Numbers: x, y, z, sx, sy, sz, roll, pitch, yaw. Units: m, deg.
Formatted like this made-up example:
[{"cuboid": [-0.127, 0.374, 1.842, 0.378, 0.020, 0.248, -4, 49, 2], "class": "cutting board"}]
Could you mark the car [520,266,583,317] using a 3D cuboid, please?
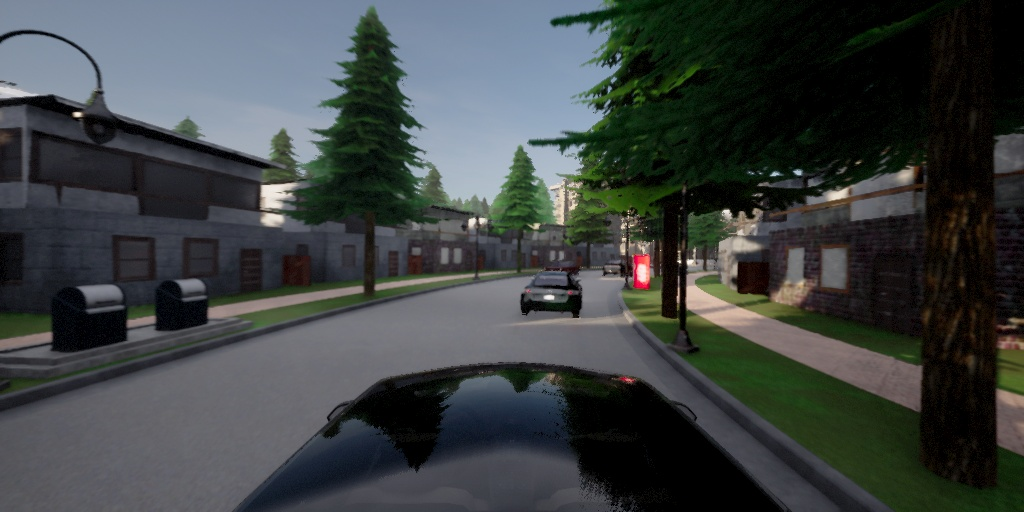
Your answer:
[{"cuboid": [1.544, 1.235, 13.030, 1.994, 1.385, 4.181, 1, 1, 12], "class": "car"}]

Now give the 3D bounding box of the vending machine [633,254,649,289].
[{"cuboid": [7.333, 0.881, 20.308, 1.100, 2.100, 0.880, 0, 0, 20], "class": "vending machine"}]

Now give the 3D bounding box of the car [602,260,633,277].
[{"cuboid": [9.854, 1.097, 33.196, 2.128, 1.511, 4.902, 1, 1, 32], "class": "car"}]

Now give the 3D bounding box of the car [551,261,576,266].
[{"cuboid": [4.377, 1.149, 31.288, 1.895, 1.301, 4.718, 1, 1, 29], "class": "car"}]
